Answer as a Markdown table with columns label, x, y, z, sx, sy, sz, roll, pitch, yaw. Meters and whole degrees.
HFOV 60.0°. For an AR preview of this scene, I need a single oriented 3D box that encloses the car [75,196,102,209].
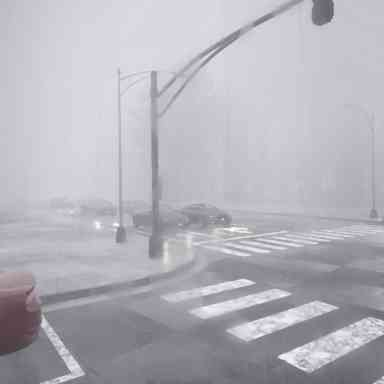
| label | x | y | z | sx | sy | sz | roll | pitch | yaw |
| --- | --- | --- | --- | --- | --- | --- | --- | --- | --- |
| car | -12.587 | 1.231 | 40.270 | 1.812 | 1.442 | 4.674 | -1 | 1 | -36 |

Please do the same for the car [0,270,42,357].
| label | x | y | z | sx | sy | sz | roll | pitch | yaw |
| --- | --- | --- | --- | --- | --- | --- | --- | --- | --- |
| car | -4.144 | 1.545 | 3.702 | 4.507 | 1.381 | 1.887 | 0 | -1 | -36 |

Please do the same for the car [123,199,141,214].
| label | x | y | z | sx | sy | sz | roll | pitch | yaw |
| --- | --- | --- | --- | --- | --- | --- | --- | --- | --- |
| car | -5.128 | 1.373 | 29.795 | 1.994 | 1.385 | 4.181 | -1 | 1 | -35 |

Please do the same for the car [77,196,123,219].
| label | x | y | z | sx | sy | sz | roll | pitch | yaw |
| --- | --- | --- | --- | --- | --- | --- | --- | --- | --- |
| car | -8.015 | 1.330 | 28.241 | 1.882 | 1.535 | 5.008 | -1 | 1 | -35 |

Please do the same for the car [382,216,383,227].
| label | x | y | z | sx | sy | sz | roll | pitch | yaw |
| --- | --- | --- | --- | --- | --- | --- | --- | --- | --- |
| car | 12.280 | 1.405 | 16.953 | 1.812 | 1.442 | 4.674 | -1 | 1 | -36 |

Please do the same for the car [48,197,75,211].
| label | x | y | z | sx | sy | sz | roll | pitch | yaw |
| --- | --- | --- | --- | --- | --- | --- | --- | --- | --- |
| car | -15.035 | 1.303 | 38.091 | 2.033 | 1.411 | 5.357 | -1 | 1 | -35 |

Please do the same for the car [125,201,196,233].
| label | x | y | z | sx | sy | sz | roll | pitch | yaw |
| --- | --- | --- | --- | --- | --- | --- | --- | --- | --- |
| car | -1.990 | 1.463 | 19.807 | 1.812 | 1.442 | 4.674 | -1 | 1 | -35 |

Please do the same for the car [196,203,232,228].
| label | x | y | z | sx | sy | sz | roll | pitch | yaw |
| --- | --- | --- | --- | --- | --- | --- | --- | --- | --- |
| car | 0.676 | 1.454 | 21.665 | 1.994 | 1.385 | 4.181 | -1 | 1 | -36 |
